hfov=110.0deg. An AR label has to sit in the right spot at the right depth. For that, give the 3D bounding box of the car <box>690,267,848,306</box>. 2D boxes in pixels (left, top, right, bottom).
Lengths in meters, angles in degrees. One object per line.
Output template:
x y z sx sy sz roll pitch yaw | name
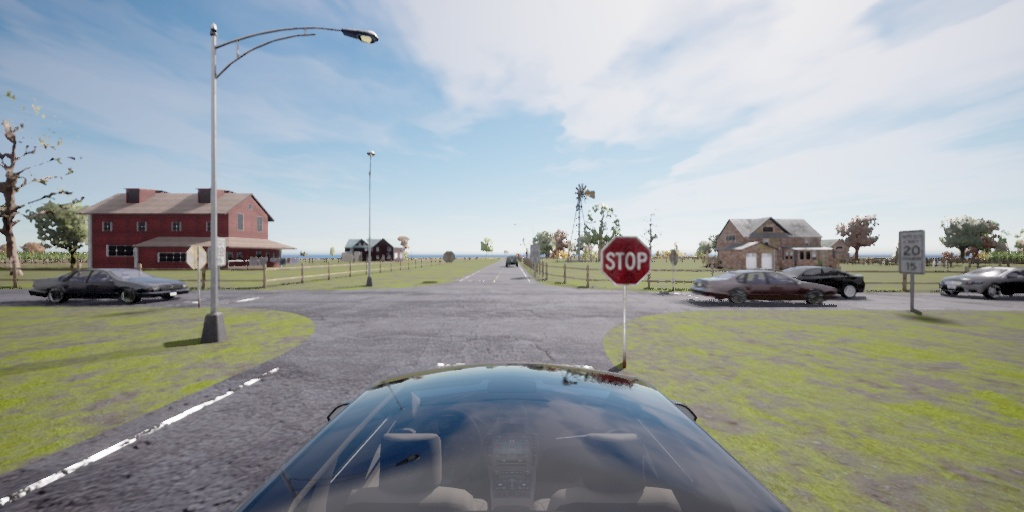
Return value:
10.808 1.327 15.643 5.357 1.411 2.033 0 0 5 | car

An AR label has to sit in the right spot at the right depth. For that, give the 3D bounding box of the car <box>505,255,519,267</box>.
-0.003 0.903 62.374 2.150 2.045 5.566 0 0 0 | car

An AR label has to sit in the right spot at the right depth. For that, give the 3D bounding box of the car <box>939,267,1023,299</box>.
24.665 1.316 18.091 4.902 1.511 2.128 0 0 1 | car

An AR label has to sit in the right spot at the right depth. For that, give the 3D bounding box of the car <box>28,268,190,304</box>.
-17.233 1.238 15.462 5.357 1.411 2.033 0 0 0 | car

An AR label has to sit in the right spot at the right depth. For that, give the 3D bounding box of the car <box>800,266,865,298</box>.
14.815 1.264 18.169 5.008 1.535 1.882 0 0 0 | car
